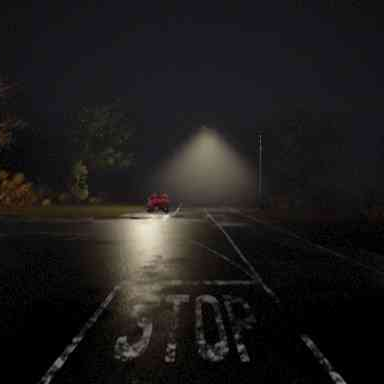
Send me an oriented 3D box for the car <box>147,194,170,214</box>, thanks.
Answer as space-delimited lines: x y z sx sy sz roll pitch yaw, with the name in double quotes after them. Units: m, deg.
-3.553 1.252 36.069 2.150 2.045 5.566 0 0 0 "car"
